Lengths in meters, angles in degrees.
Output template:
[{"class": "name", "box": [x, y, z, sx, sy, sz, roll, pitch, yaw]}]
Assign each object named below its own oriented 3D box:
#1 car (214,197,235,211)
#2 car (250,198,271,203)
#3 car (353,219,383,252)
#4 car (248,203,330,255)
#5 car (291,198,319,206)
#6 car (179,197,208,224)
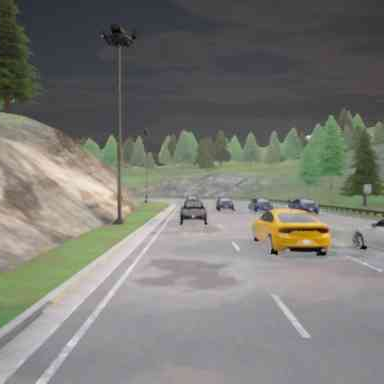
[{"class": "car", "box": [3.591, 1.292, 37.024, 1.812, 1.442, 4.674, 0, 0, 0]}, {"class": "car", "box": [7.091, 1.309, 34.457, 1.812, 1.442, 4.674, 0, 0, 0]}, {"class": "car", "box": [7.097, 1.457, 10.858, 1.812, 1.442, 4.674, 0, 0, 0]}, {"class": "car", "box": [3.597, 1.396, 12.904, 1.882, 1.535, 5.008, 0, 0, 0]}, {"class": "car", "box": [10.589, 1.326, 31.808, 1.812, 1.442, 4.674, 0, 0, 0]}, {"class": "car", "box": [0.095, 1.342, 23.478, 2.128, 1.511, 4.902, 0, 0, 0]}]
